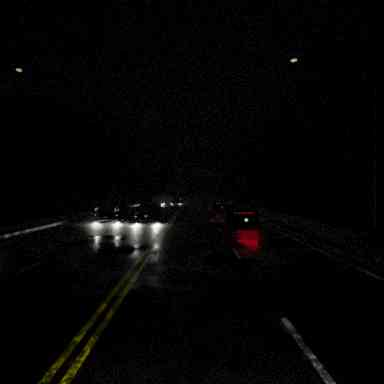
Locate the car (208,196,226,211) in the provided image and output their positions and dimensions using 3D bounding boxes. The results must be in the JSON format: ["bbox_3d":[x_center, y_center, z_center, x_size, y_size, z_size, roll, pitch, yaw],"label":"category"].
[{"bbox_3d":[3.368,1.496,40.023,2.128,1.511,4.902,0,0,0],"label":"car"}]

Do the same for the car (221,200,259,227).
[{"bbox_3d":[3.360,1.498,22.976,1.837,1.490,4.892,0,0,0],"label":"car"}]

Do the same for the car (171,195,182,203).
[{"bbox_3d":[-3.222,1.389,68.638,2.097,1.767,4.553,0,0,0],"label":"car"}]

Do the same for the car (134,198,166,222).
[{"bbox_3d":[-3.337,1.501,26.355,1.837,1.490,4.892,0,0,0],"label":"car"}]

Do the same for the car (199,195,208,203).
[{"bbox_3d":[3.282,1.592,72.695,2.033,1.411,5.357,0,0,0],"label":"car"}]

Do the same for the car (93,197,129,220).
[{"bbox_3d":[-6.586,1.348,27.556,2.097,1.767,4.553,0,0,0],"label":"car"}]
